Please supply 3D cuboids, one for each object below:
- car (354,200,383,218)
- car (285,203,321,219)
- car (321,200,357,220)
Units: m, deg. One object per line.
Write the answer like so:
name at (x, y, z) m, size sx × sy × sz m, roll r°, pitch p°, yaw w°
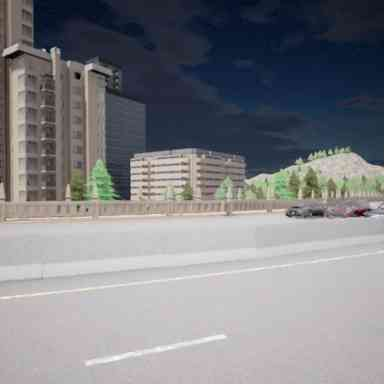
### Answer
car at (13.948, 1.539, 23.588) m, size 4.902 × 1.511 × 2.128 m, roll 0°, pitch 0°, yaw -37°
car at (10.152, 1.632, 29.465) m, size 4.181 × 1.385 × 1.994 m, roll 0°, pitch 0°, yaw -38°
car at (12.953, 1.413, 27.228) m, size 4.553 × 1.767 × 2.097 m, roll 0°, pitch 0°, yaw -39°
